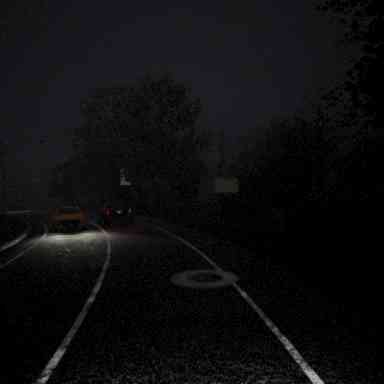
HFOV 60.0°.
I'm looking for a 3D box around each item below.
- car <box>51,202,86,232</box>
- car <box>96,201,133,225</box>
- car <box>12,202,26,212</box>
[{"bbox_3d":[-8.208,1.688,22.046,1.882,1.535,5.008,-2,0,-24],"label":"car"},{"bbox_3d":[-6.015,1.467,25.427,2.097,1.767,4.553,-3,1,-24],"label":"car"},{"bbox_3d":[-30.107,2.505,57.855,1.882,1.535,5.008,-3,1,-30],"label":"car"}]
